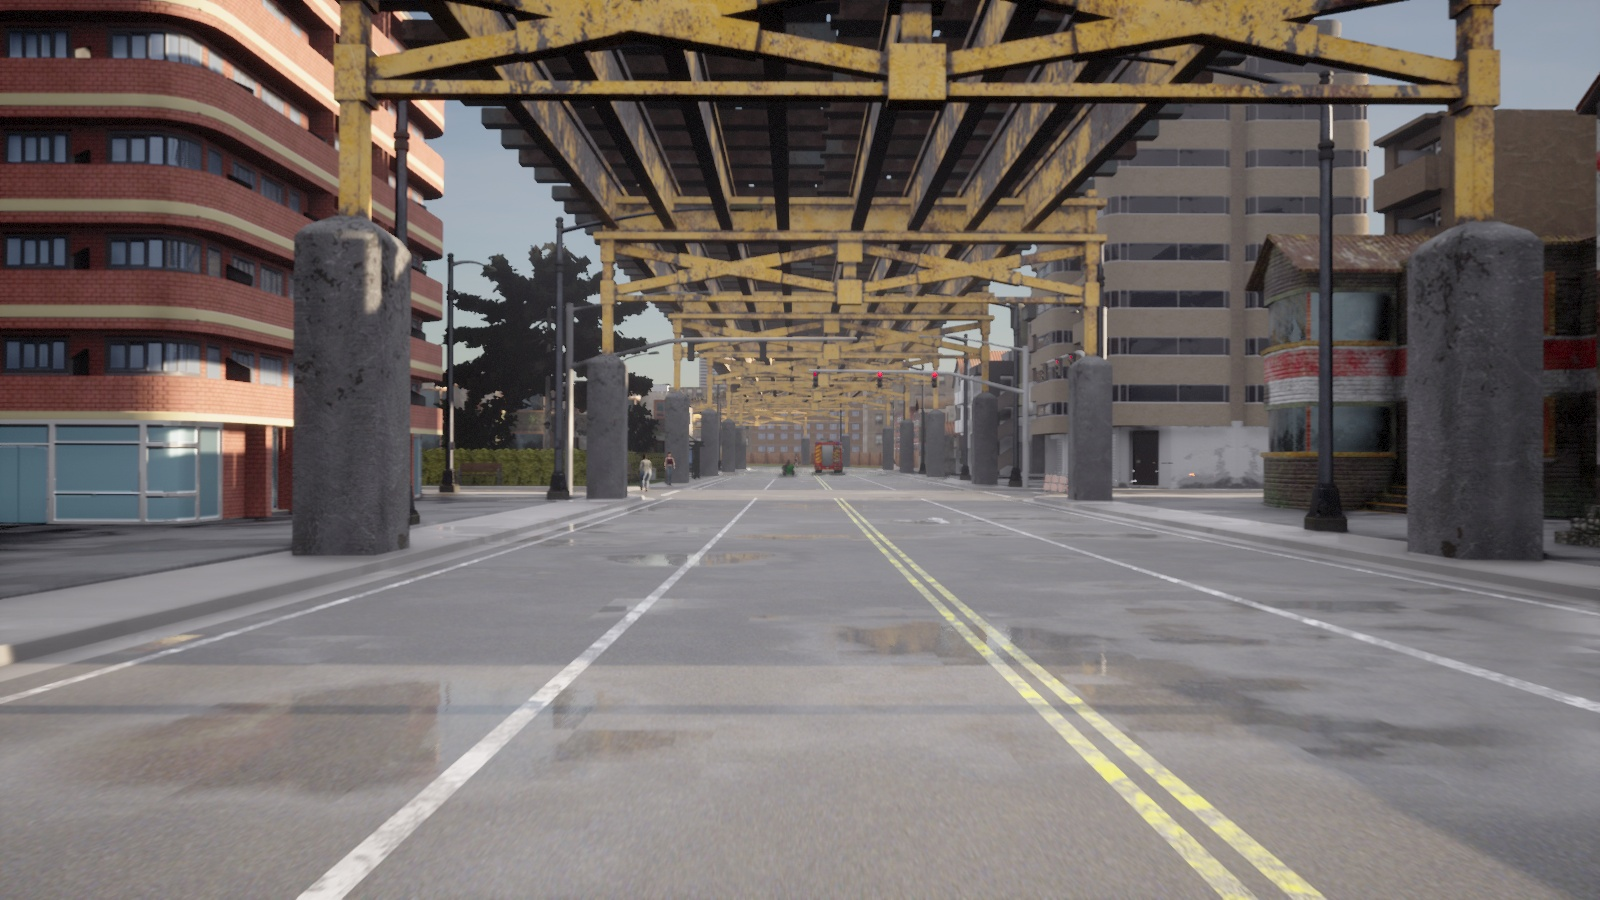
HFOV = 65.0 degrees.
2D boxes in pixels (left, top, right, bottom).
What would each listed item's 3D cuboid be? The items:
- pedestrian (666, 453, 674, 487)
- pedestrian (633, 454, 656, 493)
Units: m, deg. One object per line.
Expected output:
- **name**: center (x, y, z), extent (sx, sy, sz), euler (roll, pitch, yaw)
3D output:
- **pedestrian**: center (-7.082, 1.063, 68.364), extent (0.345, 1.836, 0.594), euler (0, 0, -11)
- **pedestrian**: center (-7.484, 1.134, 60.413), extent (0.874, 1.855, 0.900), euler (0, 0, -23)
